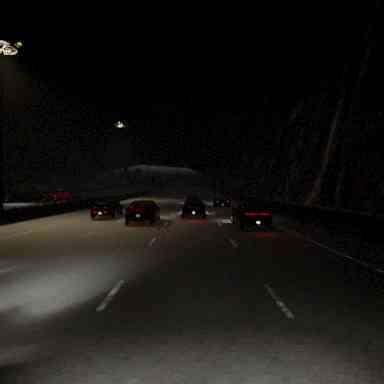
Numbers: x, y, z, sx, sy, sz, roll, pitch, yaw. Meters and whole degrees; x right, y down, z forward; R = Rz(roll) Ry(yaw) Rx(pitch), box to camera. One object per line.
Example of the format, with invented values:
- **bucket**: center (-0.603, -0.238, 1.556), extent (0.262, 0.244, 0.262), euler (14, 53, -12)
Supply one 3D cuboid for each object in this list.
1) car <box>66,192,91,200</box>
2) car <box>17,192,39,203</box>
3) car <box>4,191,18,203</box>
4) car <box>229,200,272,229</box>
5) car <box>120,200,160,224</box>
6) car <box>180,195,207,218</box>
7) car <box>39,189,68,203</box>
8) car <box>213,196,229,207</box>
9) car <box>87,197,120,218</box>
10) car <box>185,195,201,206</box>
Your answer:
- **car**: center (-17.447, 0.885, 52.270), extent (2.033, 1.411, 5.357), euler (0, 1, 0)
- **car**: center (-24.458, 0.955, 51.518), extent (1.895, 1.301, 4.718), euler (0, 1, 1)
- **car**: center (-27.969, 0.717, 50.921), extent (2.097, 1.767, 4.553), euler (0, 1, 1)
- **car**: center (3.624, 1.364, 20.575), extent (1.837, 1.490, 4.892), euler (0, 1, 0)
- **car**: center (-3.373, 1.305, 23.275), extent (1.882, 1.535, 5.008), euler (0, 1, 0)
- **car**: center (0.132, 1.280, 27.577), extent (1.837, 1.490, 4.892), euler (0, 1, 0)
- **car**: center (-20.957, 0.578, 51.598), extent (2.150, 2.045, 5.566), euler (0, 1, 0)
- **car**: center (3.648, 1.151, 41.817), extent (1.895, 1.301, 4.718), euler (0, 1, 0)
- **car**: center (-6.869, 1.286, 27.191), extent (1.837, 1.490, 4.892), euler (0, 1, 0)
- **car**: center (0.150, 1.073, 43.943), extent (1.994, 1.385, 4.181), euler (0, 1, 0)
